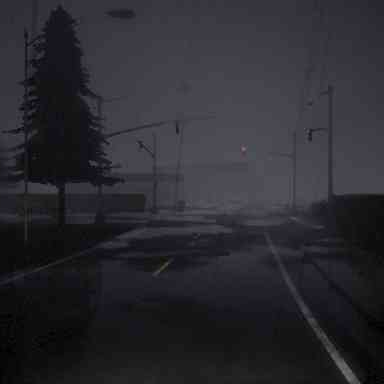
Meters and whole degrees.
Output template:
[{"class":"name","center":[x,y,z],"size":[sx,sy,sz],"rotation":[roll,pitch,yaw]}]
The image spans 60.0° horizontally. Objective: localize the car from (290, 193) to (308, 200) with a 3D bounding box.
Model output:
[{"class":"car","center":[25.819,1.075,80.297],"size":[3.866,1.878,1.905],"rotation":[0,0,9]}]

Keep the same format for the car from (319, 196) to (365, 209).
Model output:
[{"class":"car","center":[19.448,1.328,43.255],"size":[5.027,1.636,2.152],"rotation":[0,0,9]}]

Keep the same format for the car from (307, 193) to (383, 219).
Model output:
[{"class":"car","center":[12.566,1.138,26.738],"size":[5.566,2.045,2.150],"rotation":[-1,0,8]}]

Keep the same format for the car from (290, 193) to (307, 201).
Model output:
[{"class":"car","center":[24.700,1.359,77.107],"size":[3.806,1.475,1.970],"rotation":[0,0,9]}]

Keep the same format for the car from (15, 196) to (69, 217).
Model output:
[{"class":"car","center":[-13.796,1.284,30.603],"size":[4.553,1.767,2.097],"rotation":[0,0,8]}]

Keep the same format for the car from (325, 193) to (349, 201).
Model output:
[{"class":"car","center":[33.083,1.095,75.832],"size":[4.605,1.855,1.932],"rotation":[0,0,9]}]
